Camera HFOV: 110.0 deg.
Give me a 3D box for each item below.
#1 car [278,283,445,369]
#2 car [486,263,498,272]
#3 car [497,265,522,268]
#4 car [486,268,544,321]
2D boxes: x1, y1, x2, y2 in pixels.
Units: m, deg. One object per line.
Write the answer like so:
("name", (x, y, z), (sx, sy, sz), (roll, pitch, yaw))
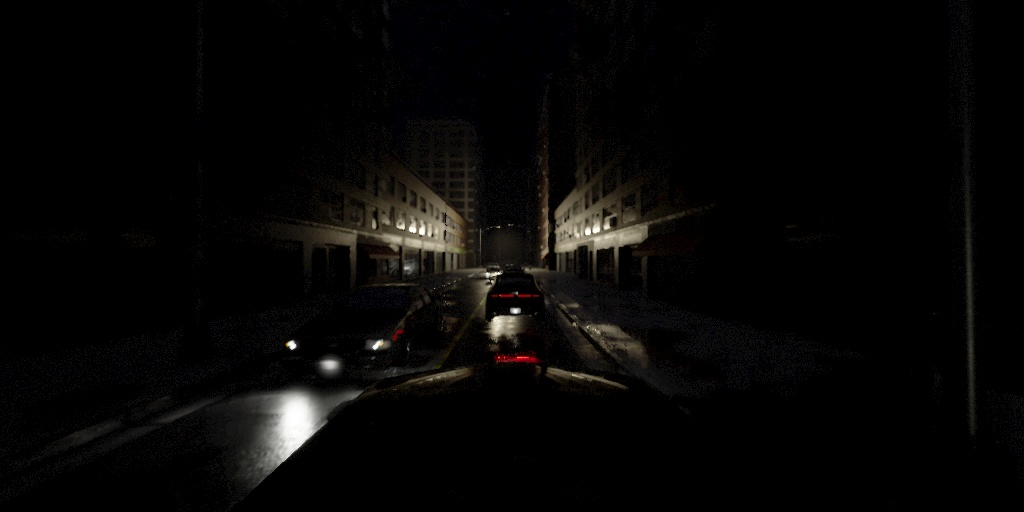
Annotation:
("car", (-2.846, 1.351, 8.284), (2.033, 1.411, 5.357), (0, 0, 0))
("car", (-2.734, 1.730, 53.376), (1.812, 1.442, 4.674), (0, -1, 0))
("car", (0.109, 1.481, 30.689), (2.128, 1.511, 4.902), (0, 0, 0))
("car", (0.102, 1.347, 12.914), (1.837, 1.490, 4.892), (0, 0, 0))
